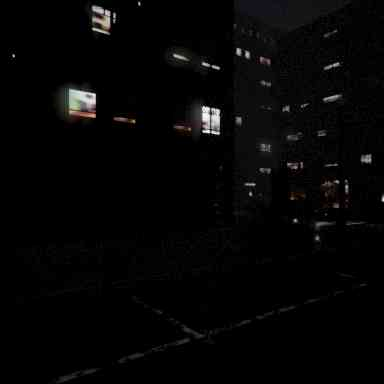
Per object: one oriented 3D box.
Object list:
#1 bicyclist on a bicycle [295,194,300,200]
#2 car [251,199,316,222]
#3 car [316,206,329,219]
[{"bbox_3d":[11.503,1.011,36.215,1.656,1.620,0.582,0,1,-36],"label":"bicyclist on a bicycle"},{"bbox_3d":[6.254,1.342,24.195,2.008,1.369,4.403,1,0,-36],"label":"car"},{"bbox_3d":[8.271,1.317,25.839,1.812,1.442,4.674,0,1,-37],"label":"car"}]
